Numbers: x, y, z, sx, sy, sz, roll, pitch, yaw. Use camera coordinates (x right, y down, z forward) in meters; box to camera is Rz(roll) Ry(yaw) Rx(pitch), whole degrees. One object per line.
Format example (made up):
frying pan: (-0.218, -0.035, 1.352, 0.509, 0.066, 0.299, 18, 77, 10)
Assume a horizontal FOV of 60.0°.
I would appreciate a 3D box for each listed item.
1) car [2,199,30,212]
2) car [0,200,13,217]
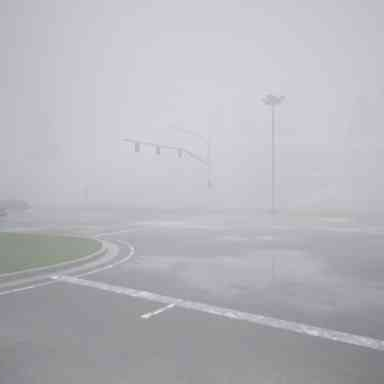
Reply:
car: (-21.244, 1.534, 38.318, 4.892, 1.490, 1.837, 0, -1, 9)
car: (-17.691, 1.568, 26.930, 5.357, 1.411, 2.033, 0, 0, 14)
